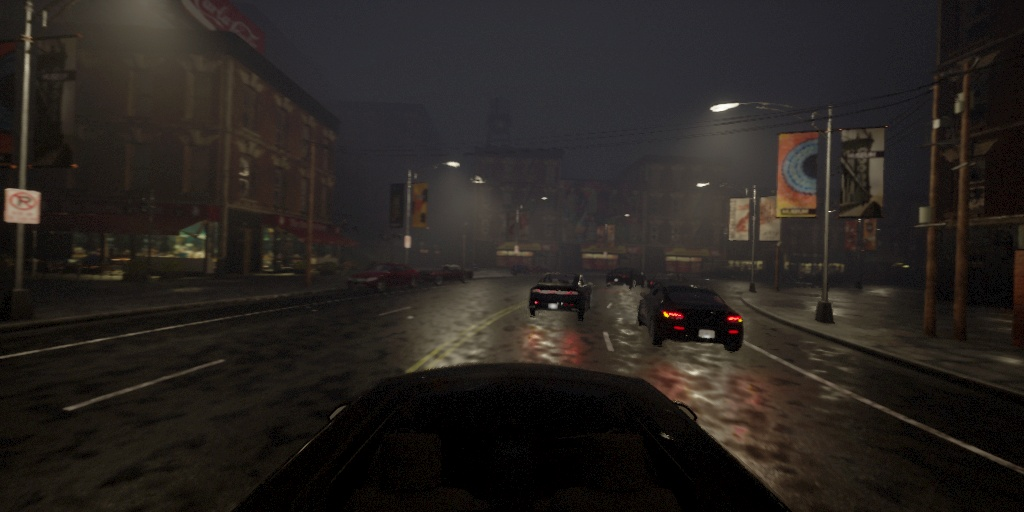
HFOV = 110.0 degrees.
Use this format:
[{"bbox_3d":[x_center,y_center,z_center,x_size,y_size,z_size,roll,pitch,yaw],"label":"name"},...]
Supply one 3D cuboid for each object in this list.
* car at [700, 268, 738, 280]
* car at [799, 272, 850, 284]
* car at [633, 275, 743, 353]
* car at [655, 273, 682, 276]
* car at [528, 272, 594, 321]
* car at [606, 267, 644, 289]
[{"bbox_3d":[27.875,2.346,48.329,5.008,1.535,1.882,2,0,-12],"label":"car"},{"bbox_3d":[40.226,2.827,46.156,5.357,1.411,2.033,2,0,-1],"label":"car"},{"bbox_3d":[4.521,1.458,9.601,1.812,1.442,4.674,2,0,13],"label":"car"},{"bbox_3d":[10.419,1.786,23.761,1.895,1.301,4.718,2,0,32],"label":"car"},{"bbox_3d":[1.912,1.349,13.282,2.128,1.511,4.902,2,0,16],"label":"car"},{"bbox_3d":[8.881,1.625,27.644,1.882,1.535,5.008,2,0,35],"label":"car"}]
